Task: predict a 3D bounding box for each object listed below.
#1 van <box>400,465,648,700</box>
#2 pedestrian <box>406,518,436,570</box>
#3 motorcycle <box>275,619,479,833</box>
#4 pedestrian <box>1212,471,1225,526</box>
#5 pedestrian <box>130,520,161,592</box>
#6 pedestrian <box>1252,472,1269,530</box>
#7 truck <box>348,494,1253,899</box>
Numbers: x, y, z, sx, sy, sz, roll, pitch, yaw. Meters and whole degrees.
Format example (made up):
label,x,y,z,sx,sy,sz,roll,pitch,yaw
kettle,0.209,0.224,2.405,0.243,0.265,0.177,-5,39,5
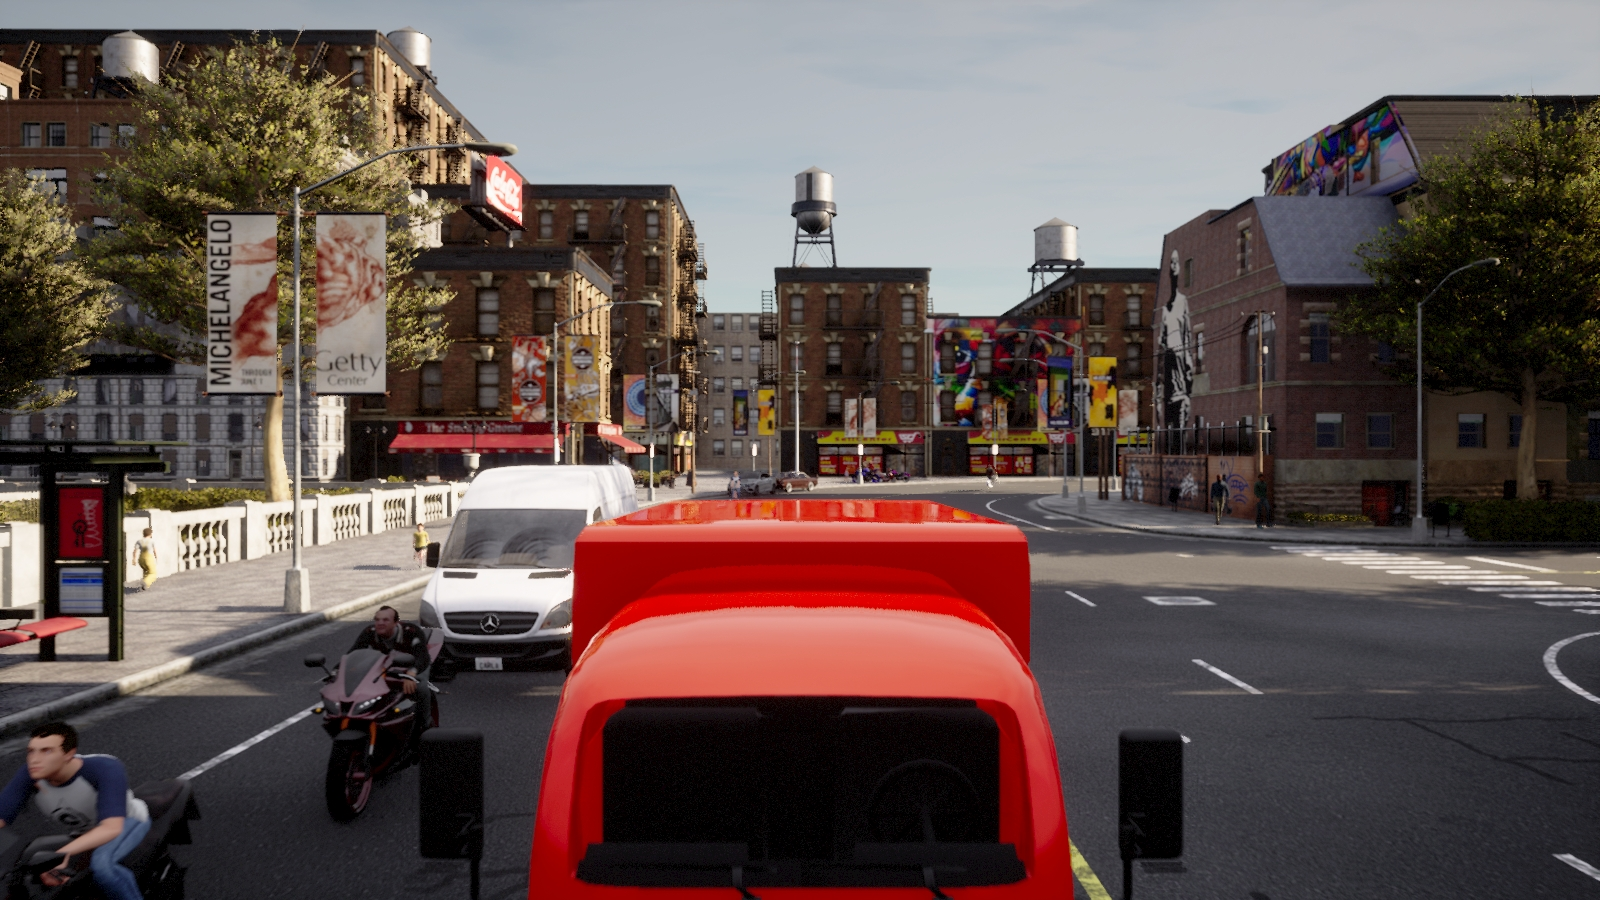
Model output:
label,x,y,z,sx,sy,sz,roll,pitch,yaw
van,-3.484,1.522,15.748,1.988,2.561,5.915,0,0,0
pedestrian,-8.321,2.056,25.073,0.500,1.100,0.500,0,0,-2
motorcycle,-3.426,2.197,9.520,0.867,1.251,2.209,0,0,1
pedestrian,14.390,1.666,39.290,0.375,1.860,0.375,0,0,16
pedestrian,-12.130,1.961,21.167,0.375,1.300,0.375,0,0,-5
pedestrian,15.135,1.667,37.520,0.375,1.860,0.375,0,0,-11
truck,0.002,1.563,5.917,2.627,2.467,5.204,0,0,0
